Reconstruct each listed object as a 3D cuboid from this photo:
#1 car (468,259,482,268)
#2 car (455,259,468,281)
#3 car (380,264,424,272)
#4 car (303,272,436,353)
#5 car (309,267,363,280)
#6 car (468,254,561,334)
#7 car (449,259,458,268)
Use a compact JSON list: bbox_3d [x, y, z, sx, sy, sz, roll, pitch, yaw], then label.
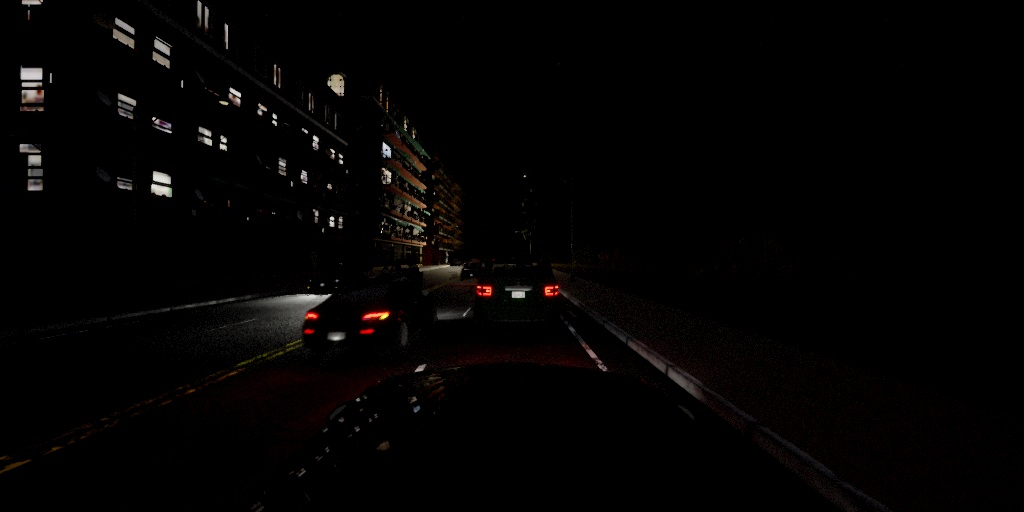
[{"bbox_3d":[-6.520,1.230,63.454,1.882,1.535,5.008,0,0,1],"label":"car"},{"bbox_3d":[-3.131,1.246,30.156,2.128,1.511,4.902,0,0,0],"label":"car"},{"bbox_3d":[-6.588,1.245,21.476,2.128,1.511,4.902,0,0,0],"label":"car"},{"bbox_3d":[-3.148,1.277,8.738,1.812,1.442,4.674,0,0,0],"label":"car"},{"bbox_3d":[-9.838,1.317,20.565,1.994,1.385,4.181,0,0,0],"label":"car"},{"bbox_3d":[0.109,0.973,10.818,2.150,2.045,5.566,0,0,-1],"label":"car"},{"bbox_3d":[-9.774,1.258,62.926,1.837,1.490,4.892,0,0,0],"label":"car"}]
